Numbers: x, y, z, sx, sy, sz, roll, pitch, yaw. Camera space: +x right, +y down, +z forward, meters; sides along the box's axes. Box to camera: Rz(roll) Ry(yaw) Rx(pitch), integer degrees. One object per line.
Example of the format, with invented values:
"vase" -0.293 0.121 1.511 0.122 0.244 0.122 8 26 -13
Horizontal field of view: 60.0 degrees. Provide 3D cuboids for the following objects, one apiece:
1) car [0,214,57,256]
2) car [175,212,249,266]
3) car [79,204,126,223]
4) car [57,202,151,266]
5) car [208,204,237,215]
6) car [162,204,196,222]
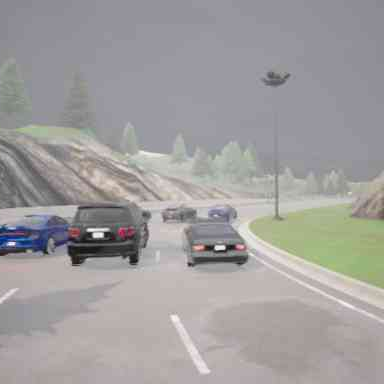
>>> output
"car" -6.424 1.684 14.225 1.882 1.535 5.008 -1 0 -1
"car" 0.602 1.663 11.986 2.033 1.411 5.357 -1 -1 -5
"car" -7.981 1.891 30.342 1.837 1.490 4.892 -1 0 17
"car" -2.913 1.377 12.439 2.150 2.045 5.566 -1 0 -4
"car" 2.664 1.792 28.913 1.812 1.442 4.674 -1 0 19
"car" -1.021 1.795 28.927 2.128 1.511 4.902 -1 -1 18
